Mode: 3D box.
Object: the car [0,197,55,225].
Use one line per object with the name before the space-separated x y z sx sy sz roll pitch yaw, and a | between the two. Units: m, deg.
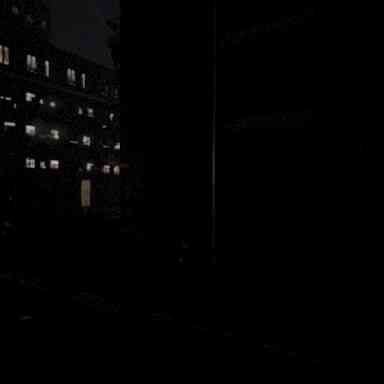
car | -13.658 1.375 26.177 2.150 2.045 5.566 0 -1 34
